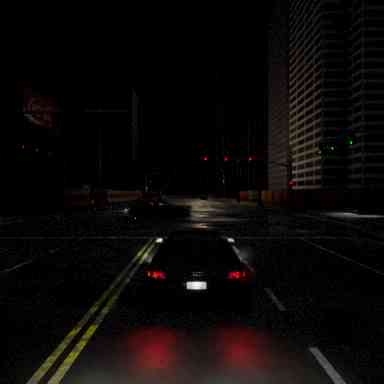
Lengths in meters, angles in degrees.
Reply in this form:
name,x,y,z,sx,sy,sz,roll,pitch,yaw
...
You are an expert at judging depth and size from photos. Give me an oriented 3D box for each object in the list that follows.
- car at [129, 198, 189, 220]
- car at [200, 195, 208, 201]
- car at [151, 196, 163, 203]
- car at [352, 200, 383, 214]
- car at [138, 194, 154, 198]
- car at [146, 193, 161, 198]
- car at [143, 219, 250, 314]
name,x,y,z,sx,sy,sz,roll,pitch,yaw
car,-2.662,1.491,27.094,4.902,1.511,2.128,0,0,0
car,3.268,1.525,87.523,2.128,1.511,4.902,0,0,0
car,-7.187,1.505,68.381,1.837,1.490,4.892,0,0,0
car,19.626,1.547,34.471,5.357,1.411,2.033,0,0,0
car,-7.214,1.491,48.065,2.128,1.511,4.902,0,0,0
car,-7.229,1.221,58.018,2.150,2.045,5.566,0,0,0
car,0.076,1.564,7.685,1.994,1.385,4.181,0,0,0
